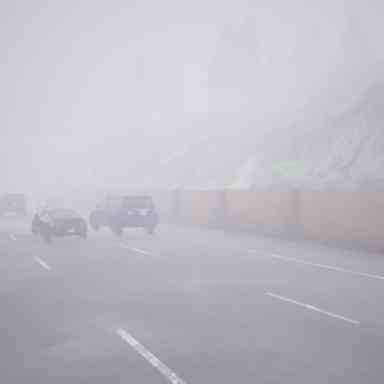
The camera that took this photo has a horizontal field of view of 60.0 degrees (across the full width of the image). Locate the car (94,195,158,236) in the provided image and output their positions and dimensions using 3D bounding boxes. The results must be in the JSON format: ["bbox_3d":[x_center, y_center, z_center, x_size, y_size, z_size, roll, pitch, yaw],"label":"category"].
[{"bbox_3d":[-3.963,1.203,18.751,2.150,2.045,5.566,0,-1,-35],"label":"car"}]

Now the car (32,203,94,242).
[{"bbox_3d":[-6.600,1.505,16.411,1.812,1.442,4.674,0,0,-35],"label":"car"}]

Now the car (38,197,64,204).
[{"bbox_3d":[-14.206,1.306,33.450,2.097,1.767,4.553,0,0,-35],"label":"car"}]

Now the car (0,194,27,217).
[{"bbox_3d":[-17.090,1.168,31.466,2.150,2.045,5.566,0,0,-35],"label":"car"}]
